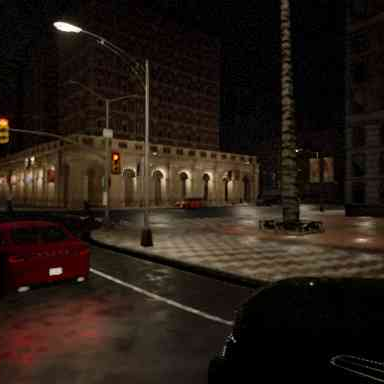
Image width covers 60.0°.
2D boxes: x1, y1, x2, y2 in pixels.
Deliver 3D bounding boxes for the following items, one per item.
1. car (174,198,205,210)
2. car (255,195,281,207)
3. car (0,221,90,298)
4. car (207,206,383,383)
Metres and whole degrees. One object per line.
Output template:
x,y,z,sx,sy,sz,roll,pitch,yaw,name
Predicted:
-0.350,1.584,47.144,4.553,1.767,2.097,1,0,-41,car
13.628,1.586,59.342,5.566,2.045,2.150,1,-1,-41,car
-4.451,1.501,8.790,1.882,1.535,5.008,1,0,-41,car
2.784,1.248,2.002,5.566,2.045,2.150,0,0,36,car
